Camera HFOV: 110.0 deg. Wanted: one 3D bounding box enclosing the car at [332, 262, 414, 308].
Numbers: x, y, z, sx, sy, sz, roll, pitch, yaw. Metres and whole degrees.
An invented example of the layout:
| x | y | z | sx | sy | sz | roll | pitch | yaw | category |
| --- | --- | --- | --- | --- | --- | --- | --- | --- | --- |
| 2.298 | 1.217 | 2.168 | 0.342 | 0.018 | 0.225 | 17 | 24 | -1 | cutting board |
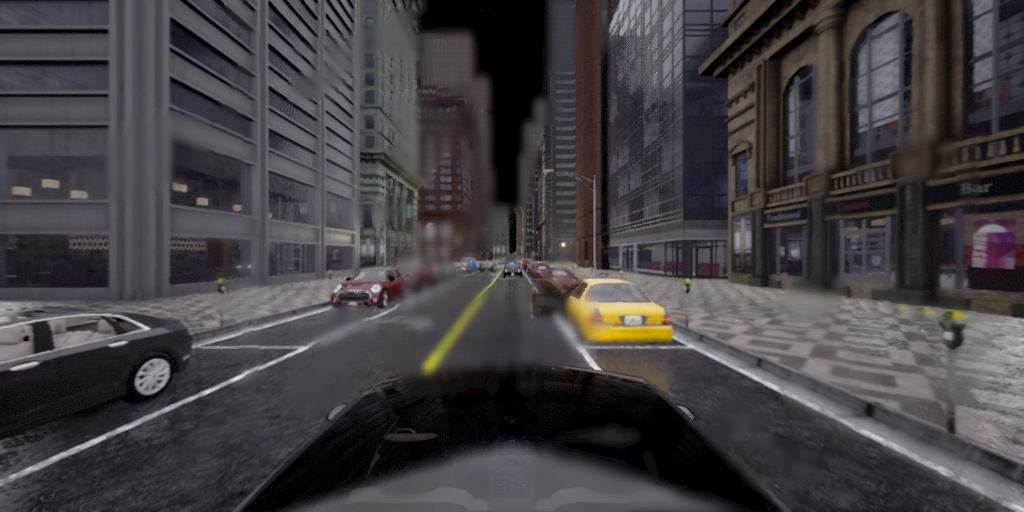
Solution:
| x | y | z | sx | sy | sz | roll | pitch | yaw | category |
| --- | --- | --- | --- | --- | --- | --- | --- | --- | --- |
| -5.762 | 1.217 | 14.986 | 1.967 | 1.591 | 4.097 | 0 | 0 | 0 | car |

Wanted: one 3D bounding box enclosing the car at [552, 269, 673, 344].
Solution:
| x | y | z | sx | sy | sz | roll | pitch | yaw | category |
| --- | --- | --- | --- | --- | --- | --- | --- | --- | --- |
| 2.351 | 1.222 | 9.518 | 1.801 | 1.575 | 5.366 | 0 | 0 | 0 | car |

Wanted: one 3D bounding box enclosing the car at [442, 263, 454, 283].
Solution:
| x | y | z | sx | sy | sz | roll | pitch | yaw | category |
| --- | --- | --- | --- | --- | --- | --- | --- | --- | --- |
| -5.761 | 1.367 | 26.260 | 1.948 | 1.339 | 4.313 | 0 | 0 | 0 | car |

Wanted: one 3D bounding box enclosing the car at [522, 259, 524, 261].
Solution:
| x | y | z | sx | sy | sz | roll | pitch | yaw | category |
| --- | --- | --- | --- | --- | --- | --- | --- | --- | --- |
| 2.767 | 1.185 | 54.445 | 2.192 | 1.841 | 5.009 | 0 | 0 | 0 | car |

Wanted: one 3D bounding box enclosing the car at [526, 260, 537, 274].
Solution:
| x | y | z | sx | sy | sz | roll | pitch | yaw | category |
| --- | --- | --- | --- | --- | --- | --- | --- | --- | --- |
| 2.765 | 1.409 | 37.538 | 1.802 | 1.307 | 4.207 | 0 | 0 | 0 | car |

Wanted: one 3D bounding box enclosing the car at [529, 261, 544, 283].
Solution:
| x | y | z | sx | sy | sz | roll | pitch | yaw | category |
| --- | --- | --- | --- | --- | --- | --- | --- | --- | --- |
| 2.765 | 1.396 | 31.901 | 1.802 | 1.307 | 4.207 | 0 | 0 | 0 | car |

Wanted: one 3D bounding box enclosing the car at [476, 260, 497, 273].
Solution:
| x | y | z | sx | sy | sz | roll | pitch | yaw | category |
| --- | --- | --- | --- | --- | --- | --- | --- | --- | --- |
| -3.028 | 1.353 | 45.199 | 1.837 | 1.490 | 4.892 | 0 | -1 | 0 | car |

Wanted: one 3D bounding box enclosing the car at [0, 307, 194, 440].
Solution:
| x | y | z | sx | sy | sz | roll | pitch | yaw | category |
| --- | --- | --- | --- | --- | --- | --- | --- | --- | --- |
| -5.763 | 1.305 | 3.713 | 2.007 | 1.370 | 4.403 | 0 | 0 | 0 | car |

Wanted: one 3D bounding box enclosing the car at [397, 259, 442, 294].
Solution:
| x | y | z | sx | sy | sz | roll | pitch | yaw | category |
| --- | --- | --- | --- | --- | --- | --- | --- | --- | --- |
| -5.761 | 1.104 | 20.624 | 2.192 | 1.841 | 5.009 | 0 | 0 | 0 | car |

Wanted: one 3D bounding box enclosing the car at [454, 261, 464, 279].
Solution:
| x | y | z | sx | sy | sz | roll | pitch | yaw | category |
| --- | --- | --- | --- | --- | --- | --- | --- | --- | --- |
| -5.760 | 1.380 | 31.897 | 1.948 | 1.339 | 4.313 | 0 | 0 | 0 | car |

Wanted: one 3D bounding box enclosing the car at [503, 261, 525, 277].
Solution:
| x | y | z | sx | sy | sz | roll | pitch | yaw | category |
| --- | --- | --- | --- | --- | --- | --- | --- | --- | --- |
| 0.067 | 1.424 | 35.877 | 1.895 | 1.301 | 4.718 | 0 | 0 | 0 | car |

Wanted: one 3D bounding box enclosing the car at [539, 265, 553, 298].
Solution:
| x | y | z | sx | sy | sz | roll | pitch | yaw | category |
| --- | --- | --- | --- | --- | --- | --- | --- | --- | --- |
| 2.764 | 1.371 | 20.629 | 1.802 | 1.307 | 4.207 | 0 | 0 | 0 | car |

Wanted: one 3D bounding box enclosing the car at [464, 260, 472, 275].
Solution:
| x | y | z | sx | sy | sz | roll | pitch | yaw | category |
| --- | --- | --- | --- | --- | --- | --- | --- | --- | --- |
| -5.760 | 1.377 | 37.533 | 2.007 | 1.370 | 4.403 | 0 | 0 | 0 | car |

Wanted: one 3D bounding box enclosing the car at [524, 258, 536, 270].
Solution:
| x | y | z | sx | sy | sz | roll | pitch | yaw | category |
| --- | --- | --- | --- | --- | --- | --- | --- | --- | --- |
| 2.766 | 1.280 | 43.174 | 1.967 | 1.591 | 4.097 | 0 | 0 | 0 | car |

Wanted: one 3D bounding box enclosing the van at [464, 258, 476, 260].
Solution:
| x | y | z | sx | sy | sz | roll | pitch | yaw | category |
| --- | --- | --- | --- | --- | --- | --- | --- | --- | --- |
| -5.759 | 1.196 | 48.806 | 1.690 | 1.789 | 3.998 | 0 | 0 | 0 | van |

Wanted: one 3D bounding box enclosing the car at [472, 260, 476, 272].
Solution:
| x | y | z | sx | sy | sz | roll | pitch | yaw | category |
| --- | --- | --- | --- | --- | --- | --- | --- | --- | --- |
| -5.759 | 1.423 | 43.170 | 1.802 | 1.307 | 4.207 | 0 | 0 | 0 | car |
